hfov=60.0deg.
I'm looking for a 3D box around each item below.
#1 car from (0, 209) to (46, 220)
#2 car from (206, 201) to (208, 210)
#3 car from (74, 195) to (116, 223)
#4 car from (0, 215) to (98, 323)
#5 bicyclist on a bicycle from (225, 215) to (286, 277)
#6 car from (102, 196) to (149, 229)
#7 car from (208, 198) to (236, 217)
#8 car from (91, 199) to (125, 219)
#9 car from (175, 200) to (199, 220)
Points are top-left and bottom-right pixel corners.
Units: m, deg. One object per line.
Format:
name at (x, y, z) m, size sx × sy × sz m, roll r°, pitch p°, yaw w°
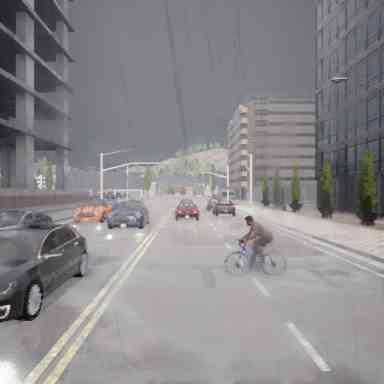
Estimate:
car at (-7.338, 1.491, 13.625) m, size 2.128 × 1.511 × 4.902 m, roll 0°, pitch 0°, yaw -1°
car at (2.821, 1.526, 41.133) m, size 1.812 × 1.442 × 4.674 m, roll 0°, pitch 0°, yaw -1°
car at (-7.470, 1.351, 25.626) m, size 2.097 × 1.767 × 4.553 m, roll 0°, pitch 0°, yaw -1°
car at (-3.718, 1.505, 7.342) m, size 1.837 × 1.490 × 4.892 m, roll 0°, pitch 0°, yaw -1°
bicyclist on a bicycle at (1.683, 1.451, 8.833) m, size 1.656 × 1.620 × 0.582 m, roll -1°, pitch 0°, yaw -1°
car at (-3.979, 1.352, 21.329) m, size 2.097 × 1.767 × 4.553 m, roll 0°, pitch 0°, yaw -1°
car at (3.013, 1.491, 31.871) m, size 2.128 × 1.511 × 4.902 m, roll 0°, pitch 0°, yaw -1°
car at (-7.627, 1.478, 30.604) m, size 1.882 × 1.535 × 5.008 m, roll 0°, pitch 0°, yaw 0°
car at (-0.410, 1.601, 27.936) m, size 1.895 × 1.301 × 4.718 m, roll 0°, pitch 0°, yaw -1°
